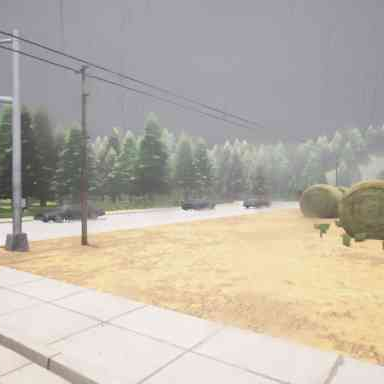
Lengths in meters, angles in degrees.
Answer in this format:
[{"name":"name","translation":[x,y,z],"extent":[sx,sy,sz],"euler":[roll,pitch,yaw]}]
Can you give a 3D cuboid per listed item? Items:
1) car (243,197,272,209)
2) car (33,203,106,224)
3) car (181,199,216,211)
[{"name":"car","translation":[8.502,1.413,43.083],"extent":[2.033,1.411,5.357],"euler":[0,0,37]},{"name":"car","translation":[-9.186,1.550,25.463],"extent":[2.033,1.411,5.357],"euler":[0,0,37]},{"name":"car","translation":[0.762,1.517,38.850],"extent":[1.895,1.301,4.718],"euler":[0,0,37]}]
